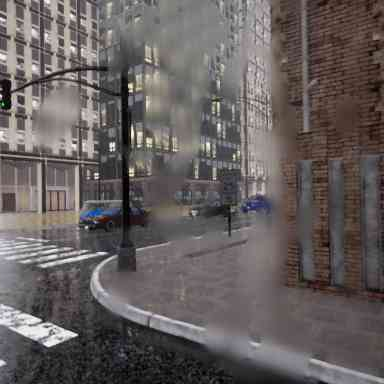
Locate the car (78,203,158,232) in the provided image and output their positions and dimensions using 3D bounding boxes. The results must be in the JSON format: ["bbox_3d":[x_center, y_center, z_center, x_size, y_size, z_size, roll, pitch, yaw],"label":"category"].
[{"bbox_3d":[-4.472,1.628,21.126,2.033,1.411,5.357,-1,-1,36],"label":"car"}]

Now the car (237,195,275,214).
[{"bbox_3d":[7.694,1.344,38.113,2.150,2.045,5.566,-1,-1,36],"label":"car"}]

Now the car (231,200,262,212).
[{"bbox_3d":[6.836,1.706,41.376,1.752,1.417,4.829,-2,-1,36],"label":"car"}]

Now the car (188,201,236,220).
[{"bbox_3d":[1.606,1.593,29.617,2.128,1.511,4.902,-1,-1,36],"label":"car"}]

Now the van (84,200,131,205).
[{"bbox_3d":[-5.991,1.477,23.461,1.690,1.788,3.998,-2,-1,36],"label":"van"}]
